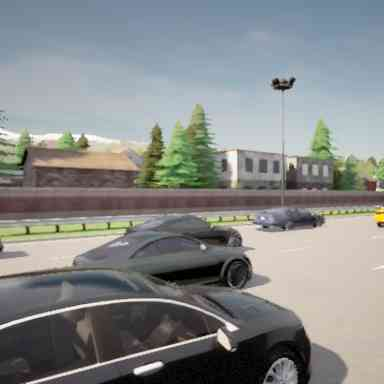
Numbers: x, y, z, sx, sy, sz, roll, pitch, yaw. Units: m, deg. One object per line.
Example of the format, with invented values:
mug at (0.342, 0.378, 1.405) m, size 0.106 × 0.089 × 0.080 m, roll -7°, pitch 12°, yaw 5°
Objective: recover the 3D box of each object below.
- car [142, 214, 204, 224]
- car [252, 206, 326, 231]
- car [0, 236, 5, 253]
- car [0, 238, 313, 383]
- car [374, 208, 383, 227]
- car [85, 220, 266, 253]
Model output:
car at (-0.236, 1.551, 12.175) m, size 4.674 × 1.442 × 1.812 m, roll 0°, pitch 0°, yaw -36°
car at (6.223, 1.613, 21.079) m, size 5.357 × 1.411 × 2.033 m, roll 0°, pitch 0°, yaw -35°
car at (-8.909, 1.542, 10.282) m, size 5.357 × 1.411 × 2.033 m, roll 0°, pitch 0°, yaw -35°
car at (-0.858, 1.509, 3.134) m, size 4.892 × 1.490 × 1.837 m, roll 0°, pitch 0°, yaw -35°
car at (14.360, 1.571, 22.585) m, size 5.008 × 1.535 × 1.882 m, roll 0°, pitch 0°, yaw -35°
car at (-0.557, 1.579, 7.648) m, size 4.181 × 1.385 × 1.994 m, roll 0°, pitch 0°, yaw -36°
